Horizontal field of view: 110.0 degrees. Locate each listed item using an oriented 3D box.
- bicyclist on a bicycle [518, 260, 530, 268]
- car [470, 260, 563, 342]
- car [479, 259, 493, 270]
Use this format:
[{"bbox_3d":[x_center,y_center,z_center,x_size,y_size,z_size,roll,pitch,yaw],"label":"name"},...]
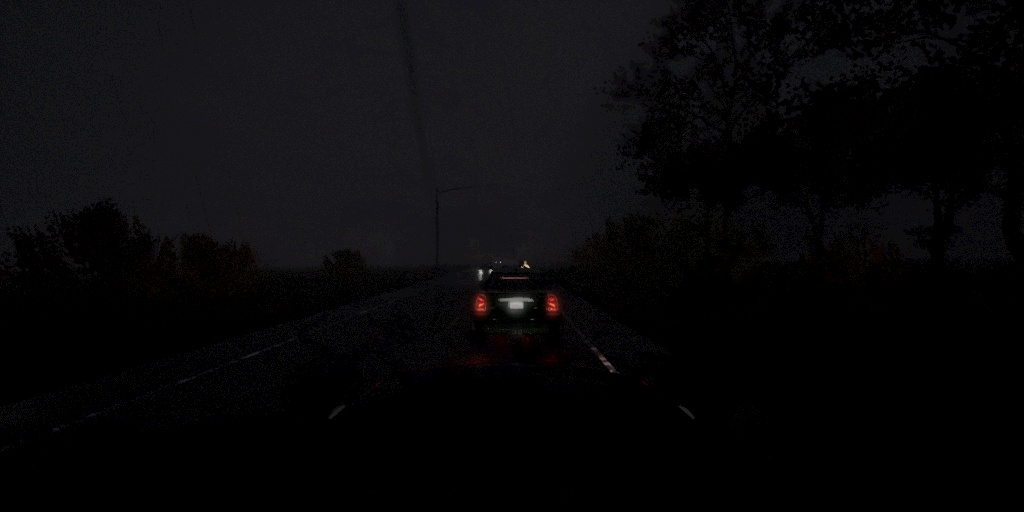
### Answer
[{"bbox_3d":[0.956,1.172,25.736,0.866,1.612,1.509,0,0,1],"label":"bicyclist on a bicycle"},{"bbox_3d":[0.107,1.097,9.913,2.097,1.767,4.553,0,0,0],"label":"car"},{"bbox_3d":[-3.736,1.248,52.014,1.812,1.442,4.674,0,0,-1],"label":"car"}]
